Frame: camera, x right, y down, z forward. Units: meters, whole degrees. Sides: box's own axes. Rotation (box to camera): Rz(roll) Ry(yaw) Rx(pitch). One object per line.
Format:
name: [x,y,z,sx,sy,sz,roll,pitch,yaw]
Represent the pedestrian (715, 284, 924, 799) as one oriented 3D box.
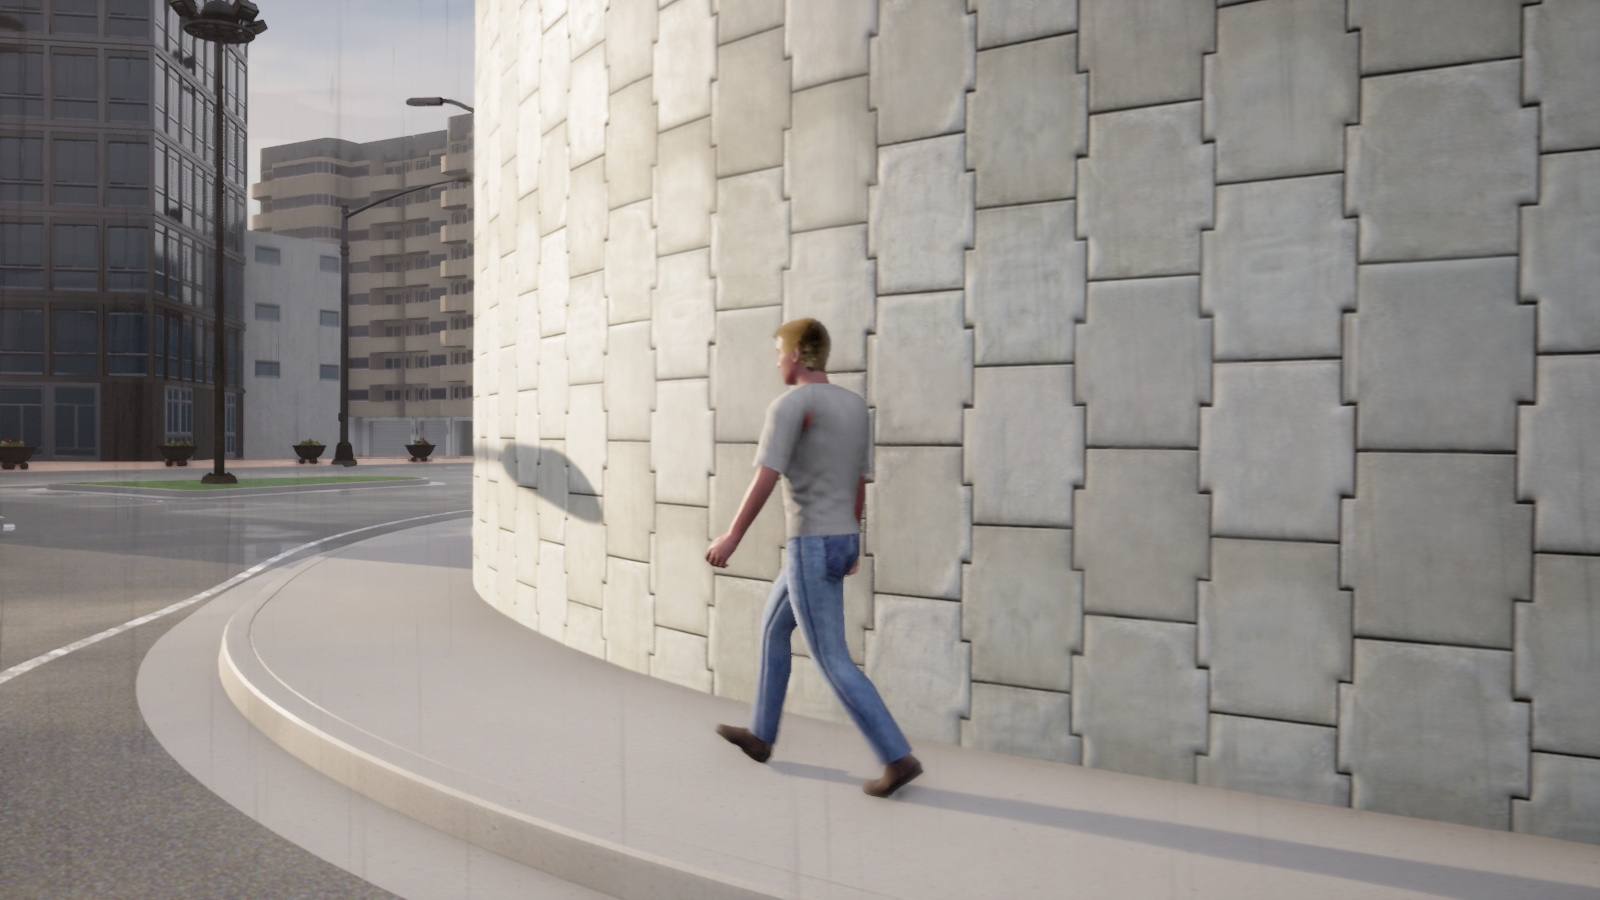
pedestrian: [0.071,0.325,4.811,0.706,1.836,0.354,0,1,35]
